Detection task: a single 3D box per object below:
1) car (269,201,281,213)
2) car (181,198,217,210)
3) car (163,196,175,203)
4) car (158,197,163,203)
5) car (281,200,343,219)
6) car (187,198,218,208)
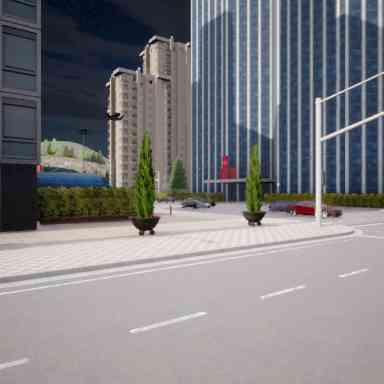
[{"bbox_3d":[10.352,1.562,35.799,1.994,1.385,4.181,0,0,-36],"label":"car"},{"bbox_3d":[0.503,1.491,43.439,2.128,1.511,4.902,0,0,-36],"label":"car"},{"bbox_3d":[-5.345,1.496,69.719,2.128,1.511,4.902,0,0,-36],"label":"car"},{"bbox_3d":[-7.838,1.194,61.088,1.882,1.535,5.008,0,0,-36],"label":"car"},{"bbox_3d":[10.709,1.476,29.350,1.882,1.535,5.008,0,0,-36],"label":"car"},{"bbox_3d":[1.475,1.599,48.066,1.895,1.301,4.718,0,0,-36],"label":"car"}]
